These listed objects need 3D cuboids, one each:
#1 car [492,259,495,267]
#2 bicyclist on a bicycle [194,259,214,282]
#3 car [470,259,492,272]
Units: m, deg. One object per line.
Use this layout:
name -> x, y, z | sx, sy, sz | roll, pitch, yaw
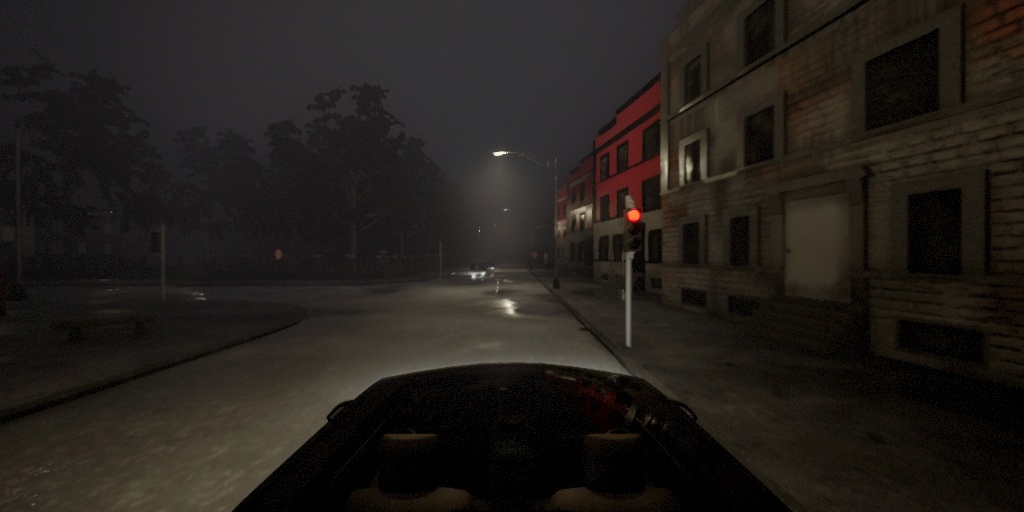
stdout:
car -> -4.000, 1.132, 61.335 | 1.895, 1.301, 4.718 | 0, 0, 1
bicyclist on a bicycle -> -21.842, 1.012, 25.443 | 0.582, 1.620, 1.656 | 0, 1, 0
car -> -4.056, 1.085, 44.141 | 2.128, 1.511, 4.902 | 0, 0, 0
